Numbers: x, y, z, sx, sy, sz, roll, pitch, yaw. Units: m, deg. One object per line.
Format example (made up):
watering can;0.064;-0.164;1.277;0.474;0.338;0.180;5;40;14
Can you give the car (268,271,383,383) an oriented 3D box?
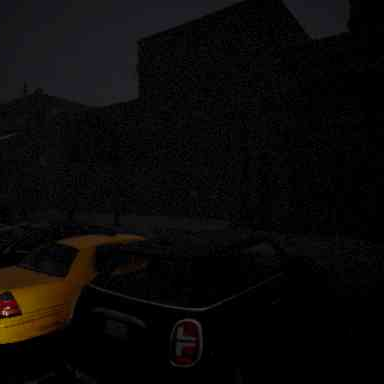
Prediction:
car;2.751;1.510;3.357;2.163;1.488;4.792;0;0;36

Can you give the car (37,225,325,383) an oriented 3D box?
car;0.496;1.354;4.968;2.185;1.767;4.553;0;0;35

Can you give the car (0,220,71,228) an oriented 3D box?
car;-3.914;1.482;8.156;2.231;1.521;4.892;0;0;36

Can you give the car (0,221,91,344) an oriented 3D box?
car;-1.547;1.477;6.687;1.946;1.575;5.366;0;0;36
